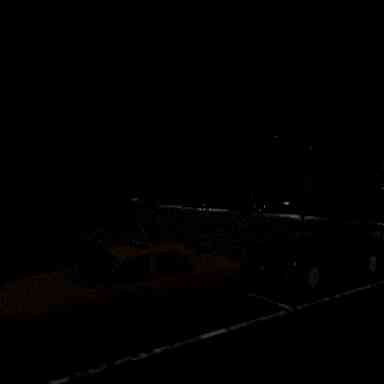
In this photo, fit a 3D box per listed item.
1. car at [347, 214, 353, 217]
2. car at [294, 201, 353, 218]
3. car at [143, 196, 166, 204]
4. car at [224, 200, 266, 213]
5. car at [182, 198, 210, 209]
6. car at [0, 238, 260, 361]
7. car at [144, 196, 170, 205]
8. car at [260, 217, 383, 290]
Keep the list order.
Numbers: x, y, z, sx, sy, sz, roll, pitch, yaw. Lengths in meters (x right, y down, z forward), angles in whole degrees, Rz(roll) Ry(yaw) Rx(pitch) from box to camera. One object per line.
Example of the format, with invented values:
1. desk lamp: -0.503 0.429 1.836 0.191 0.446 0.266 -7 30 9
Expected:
1. car: 7.993 1.636 12.404 4.829 1.417 1.752 1 0 -35
2. car: 10.939 1.538 27.890 2.128 1.511 4.902 1 0 -35
3. car: -6.686 1.381 58.671 1.895 1.301 4.718 1 0 -35
4. car: 5.629 1.563 35.486 1.895 1.301 4.718 1 0 -35
5. car: 0.437 1.443 42.931 1.994 1.385 4.181 1 0 -35
6. car: -1.187 1.544 5.903 4.829 1.417 1.752 1 0 -35
7. car: -5.235 1.389 51.087 1.895 1.301 4.718 1 0 -35
8. car: 3.542 1.610 9.252 4.507 1.381 1.887 1 0 -35
